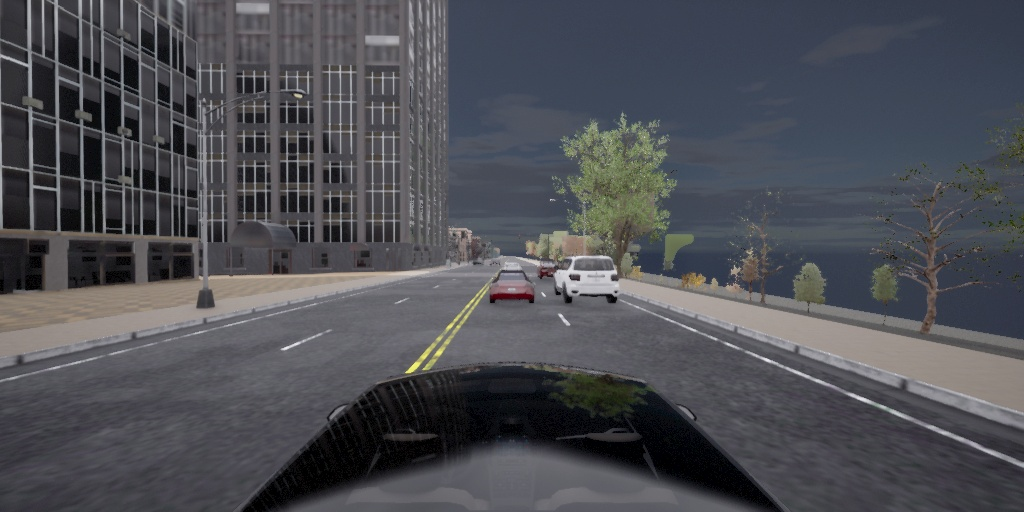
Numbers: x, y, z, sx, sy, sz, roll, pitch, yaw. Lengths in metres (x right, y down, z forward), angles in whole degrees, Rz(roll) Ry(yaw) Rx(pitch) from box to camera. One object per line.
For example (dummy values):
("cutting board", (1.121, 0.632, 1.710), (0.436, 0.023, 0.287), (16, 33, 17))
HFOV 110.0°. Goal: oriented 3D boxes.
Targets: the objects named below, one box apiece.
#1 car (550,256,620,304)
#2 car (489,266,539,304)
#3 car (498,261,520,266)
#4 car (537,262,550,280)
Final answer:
("car", (3.251, 1.004, 16.532), (2.150, 2.045, 5.566), (0, 0, 0))
("car", (0.001, 1.319, 16.502), (1.994, 1.385, 4.181), (0, 0, 0))
("car", (0.001, 1.277, 31.503), (1.812, 1.442, 4.674), (0, 0, 0))
("car", (3.251, 1.229, 31.503), (1.882, 1.535, 5.008), (0, 0, 0))
